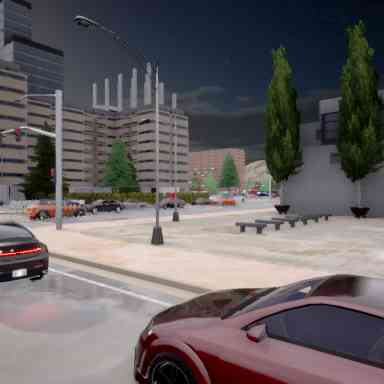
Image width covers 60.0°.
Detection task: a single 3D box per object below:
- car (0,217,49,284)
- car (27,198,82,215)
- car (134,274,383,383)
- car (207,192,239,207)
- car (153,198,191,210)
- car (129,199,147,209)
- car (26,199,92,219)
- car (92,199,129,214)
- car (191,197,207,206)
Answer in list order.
[{"bbox_3d":[-5.587,1.505,8.764,4.892,1.490,1.837,0,0,40],"label":"car"},{"bbox_3d":[-14.332,1.478,34.840,1.882,1.535,5.008,0,0,40],"label":"car"},{"bbox_3d":[1.390,1.564,3.252,4.181,1.385,1.994,0,0,37],"label":"car"},{"bbox_3d":[4.980,1.352,52.161,2.097,1.767,4.553,0,0,40],"label":"car"},{"bbox_3d":[-2.908,1.491,42.896,2.128,1.511,4.902,0,0,40],"label":"car"},{"bbox_3d":[-8.001,1.601,42.304,1.895,1.301,4.718,0,0,40],"label":"car"},{"bbox_3d":[-11.143,1.352,27.589,2.097,1.767,4.553,0,0,42],"label":"car"},{"bbox_3d":[-9.475,1.505,35.155,1.837,1.490,4.892,0,0,40],"label":"car"},{"bbox_3d":[1.560,1.564,53.558,1.994,1.385,4.181,0,0,40],"label":"car"}]
